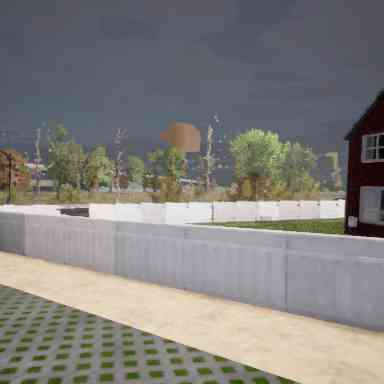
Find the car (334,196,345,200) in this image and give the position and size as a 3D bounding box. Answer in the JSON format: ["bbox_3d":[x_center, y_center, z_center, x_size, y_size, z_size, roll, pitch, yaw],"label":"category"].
[{"bbox_3d":[20.089,1.160,42.850,4.181,1.385,1.994,0,2,-19],"label":"car"}]
